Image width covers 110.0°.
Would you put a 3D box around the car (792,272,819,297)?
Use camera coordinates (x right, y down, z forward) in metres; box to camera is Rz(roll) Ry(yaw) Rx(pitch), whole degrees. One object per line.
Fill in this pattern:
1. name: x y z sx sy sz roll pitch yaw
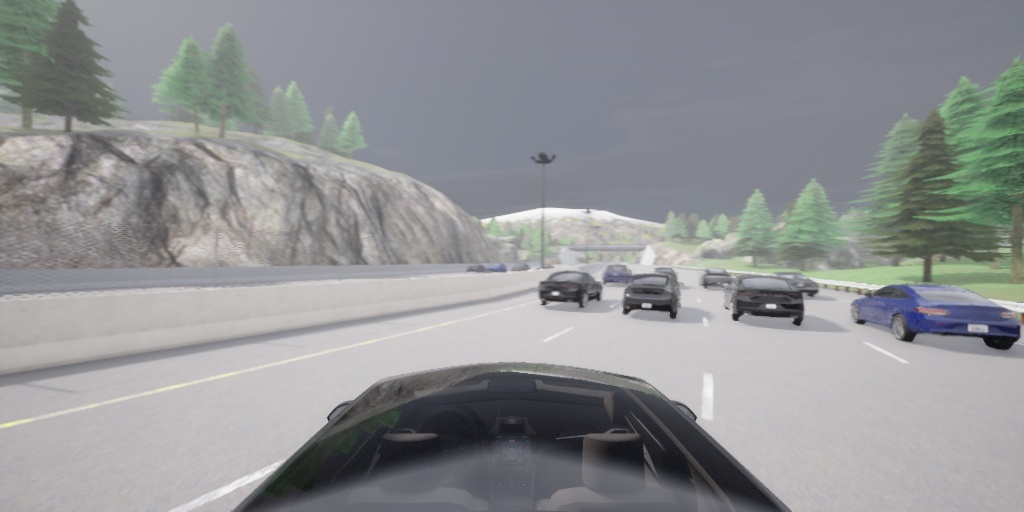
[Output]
1. car: 17.018 1.695 22.205 2.033 1.411 5.357 0 -1 24

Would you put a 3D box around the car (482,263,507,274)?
1. car: -2.167 1.704 51.256 1.882 1.535 5.008 0 -1 18

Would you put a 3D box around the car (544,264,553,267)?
1. car: 4.600 1.830 49.414 2.033 1.411 5.357 0 -1 18

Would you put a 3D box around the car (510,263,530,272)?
1. car: 1.226 1.759 50.392 1.837 1.490 4.892 0 0 17

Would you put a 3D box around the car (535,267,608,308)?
1. car: 2.825 1.409 16.473 1.882 1.535 5.008 0 -2 26

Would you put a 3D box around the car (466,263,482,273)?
1. car: -5.264 1.773 53.064 1.994 1.385 4.181 0 -1 18

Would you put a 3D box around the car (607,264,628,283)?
1. car: 8.790 1.482 29.724 2.097 1.767 4.553 0 -1 23

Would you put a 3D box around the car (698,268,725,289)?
1. car: 15.284 1.669 27.108 2.128 1.511 4.902 0 -1 22

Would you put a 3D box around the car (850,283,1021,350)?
1. car: 11.300 1.486 9.956 1.812 1.442 4.674 0 -1 27

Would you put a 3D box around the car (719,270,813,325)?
1. car: 8.959 1.443 13.101 1.882 1.535 5.008 0 -2 26

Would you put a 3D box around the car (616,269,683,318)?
1. car: 5.615 1.445 14.243 1.837 1.490 4.892 0 0 27
